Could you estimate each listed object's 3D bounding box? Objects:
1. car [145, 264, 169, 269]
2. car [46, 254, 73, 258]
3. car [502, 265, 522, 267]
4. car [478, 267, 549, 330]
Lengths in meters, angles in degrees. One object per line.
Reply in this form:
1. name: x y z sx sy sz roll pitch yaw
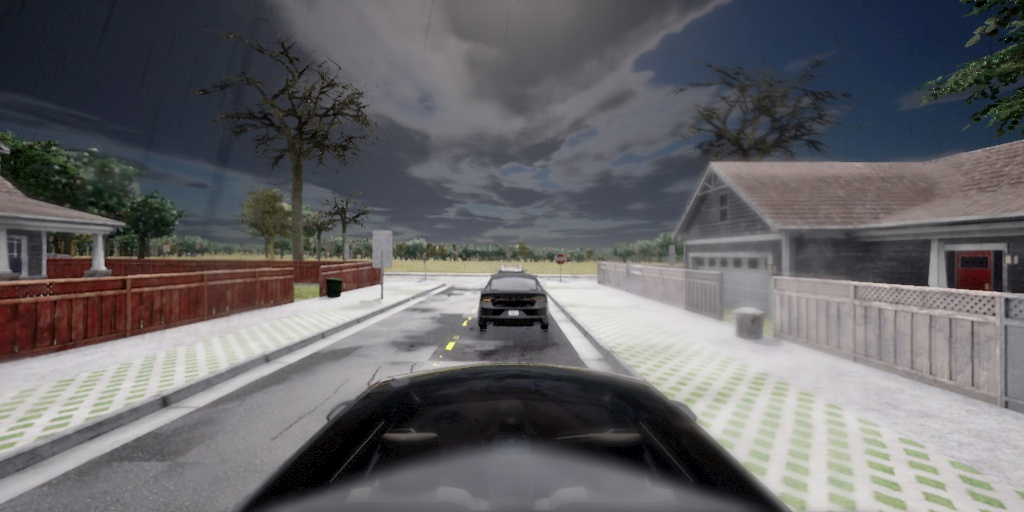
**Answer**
1. car: -31.318 0.949 30.826 5.357 1.411 2.033 1 0 -1
2. car: -43.760 0.558 33.603 4.553 1.767 2.097 1 0 -3
3. car: 0.006 1.315 23.205 2.128 1.511 4.902 0 0 0
4. car: 0.056 1.258 11.230 1.882 1.535 5.008 0 0 0
